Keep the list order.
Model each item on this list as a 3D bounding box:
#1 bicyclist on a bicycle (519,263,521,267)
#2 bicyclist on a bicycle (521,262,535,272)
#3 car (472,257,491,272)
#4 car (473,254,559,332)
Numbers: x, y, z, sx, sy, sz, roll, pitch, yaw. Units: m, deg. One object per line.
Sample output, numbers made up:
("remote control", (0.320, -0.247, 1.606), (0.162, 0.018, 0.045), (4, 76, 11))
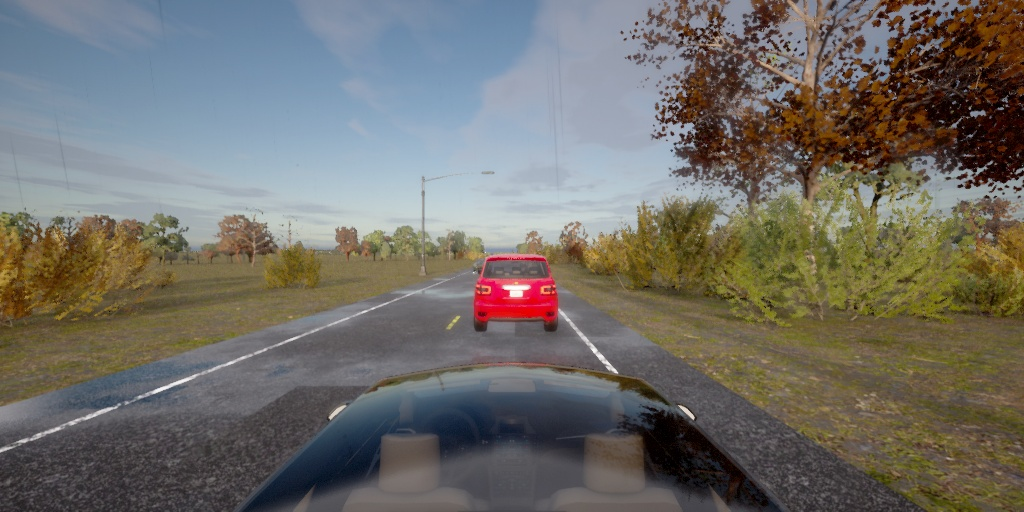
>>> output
("bicyclist on a bicycle", (0.902, 1.105, 28.727), (0.659, 1.776, 1.843), (0, 0, 0))
("bicyclist on a bicycle", (0.942, 1.110, 18.714), (0.659, 1.776, 1.843), (0, 0, 0))
("car", (-3.775, 1.079, 45.432), (2.097, 1.767, 4.553), (0, 0, 0))
("car", (0.091, 0.966, 11.007), (2.150, 2.045, 5.566), (0, 0, 0))
